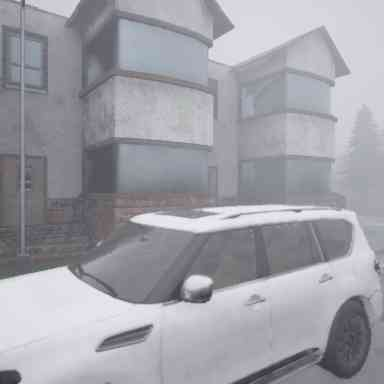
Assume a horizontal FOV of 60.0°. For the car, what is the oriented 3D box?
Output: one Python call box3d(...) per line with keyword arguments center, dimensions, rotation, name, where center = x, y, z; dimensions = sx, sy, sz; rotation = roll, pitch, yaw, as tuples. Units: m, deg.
box3d(center=(0.086, 1.221, 4.007), dimensions=(5.566, 2.045, 2.150), rotation=(0, 0, -35), name="car")
